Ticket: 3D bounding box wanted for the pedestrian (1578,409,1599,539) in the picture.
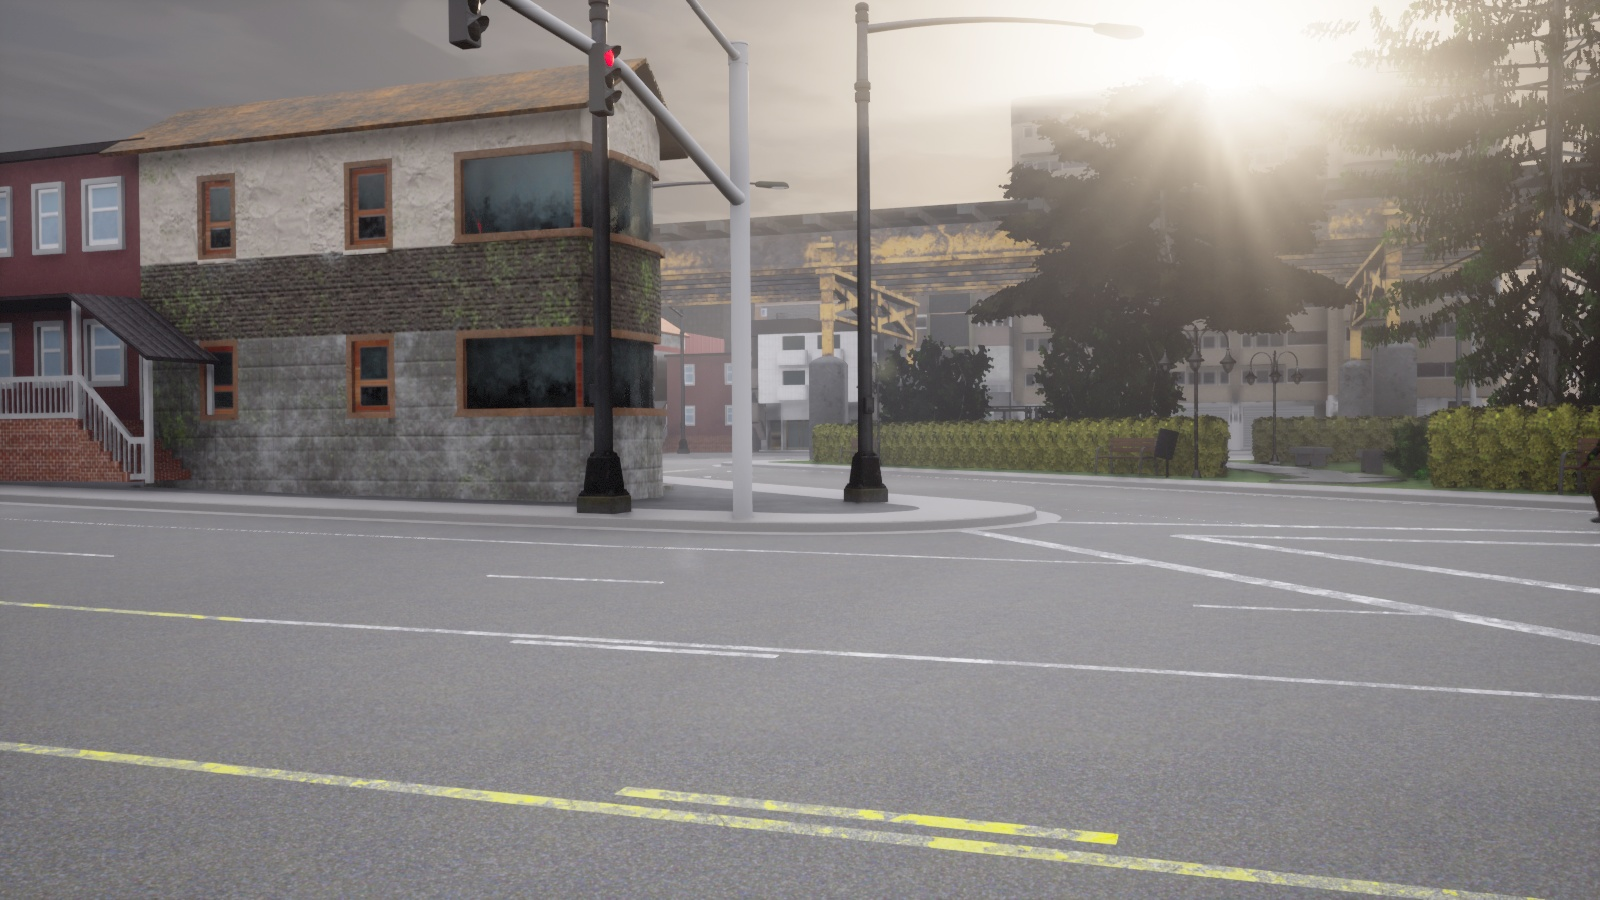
[{"bbox_3d":[12.086,0.349,18.760,0.692,1.930,0.395,0,1,12],"label":"pedestrian"}]
